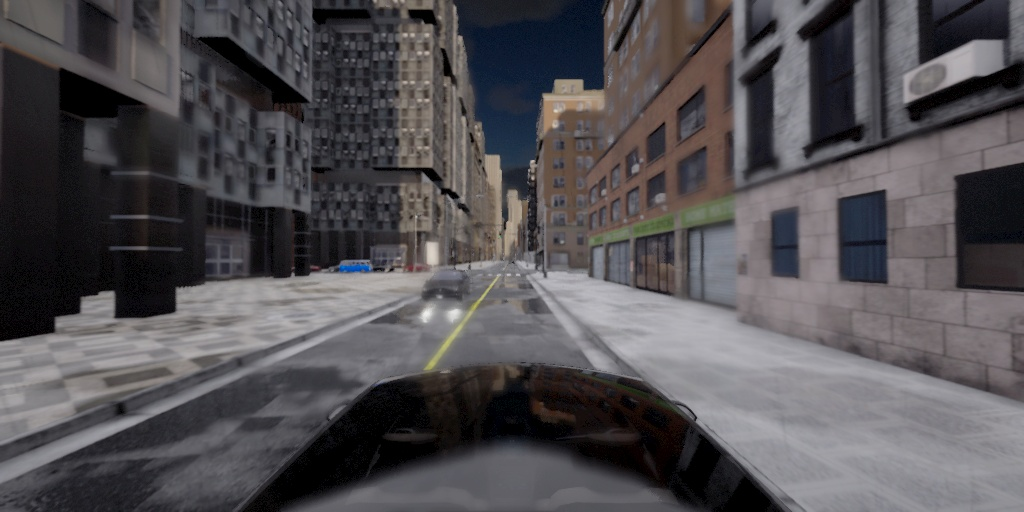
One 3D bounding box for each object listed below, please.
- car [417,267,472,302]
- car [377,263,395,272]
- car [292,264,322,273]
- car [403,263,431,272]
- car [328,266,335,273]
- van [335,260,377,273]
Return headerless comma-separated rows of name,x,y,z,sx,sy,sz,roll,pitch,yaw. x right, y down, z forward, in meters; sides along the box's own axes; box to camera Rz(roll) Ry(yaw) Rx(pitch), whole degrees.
car,-3.102,1.400,18.084,2.033,1.411,5.357,0,0,0
car,-20.117,1.799,54.924,4.313,1.339,1.948,0,0,0
car,-31.414,1.892,54.934,4.207,1.307,1.802,0,0,0
car,-14.468,1.775,54.919,4.207,1.307,1.802,0,0,0
car,-25.766,1.823,54.929,4.403,1.370,2.007,0,0,0
van,-20.116,1.447,46.400,3.998,1.789,1.690,0,0,0
